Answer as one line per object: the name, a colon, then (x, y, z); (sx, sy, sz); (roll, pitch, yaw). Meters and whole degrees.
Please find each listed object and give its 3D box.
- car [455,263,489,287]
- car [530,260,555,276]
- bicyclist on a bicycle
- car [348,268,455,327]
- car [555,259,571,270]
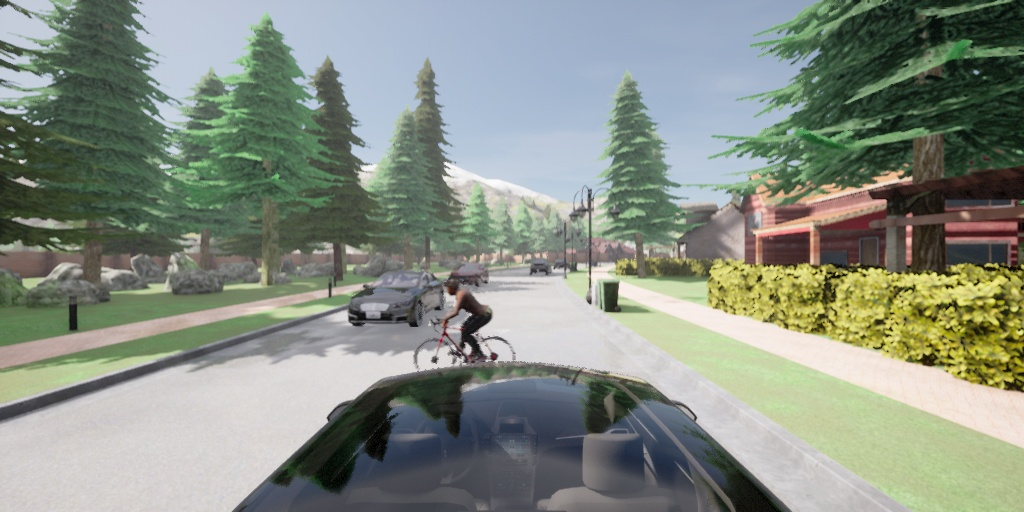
car: (-2.792, 1.189, 24.071); (1.882, 1.535, 5.008); (0, 0, 6)
car: (3.039, 1.190, 37.160); (1.837, 1.490, 4.892); (0, -1, 12)
bicyclist on a bicycle: (-0.782, 1.194, 5.793); (1.656, 1.620, 0.582); (-2, 0, 0)
car: (-3.443, 1.226, 11.498); (2.128, 1.511, 4.902); (0, 0, 1)
car: (7.159, 1.170, 51.183); (1.837, 1.490, 4.892); (0, 0, 20)
